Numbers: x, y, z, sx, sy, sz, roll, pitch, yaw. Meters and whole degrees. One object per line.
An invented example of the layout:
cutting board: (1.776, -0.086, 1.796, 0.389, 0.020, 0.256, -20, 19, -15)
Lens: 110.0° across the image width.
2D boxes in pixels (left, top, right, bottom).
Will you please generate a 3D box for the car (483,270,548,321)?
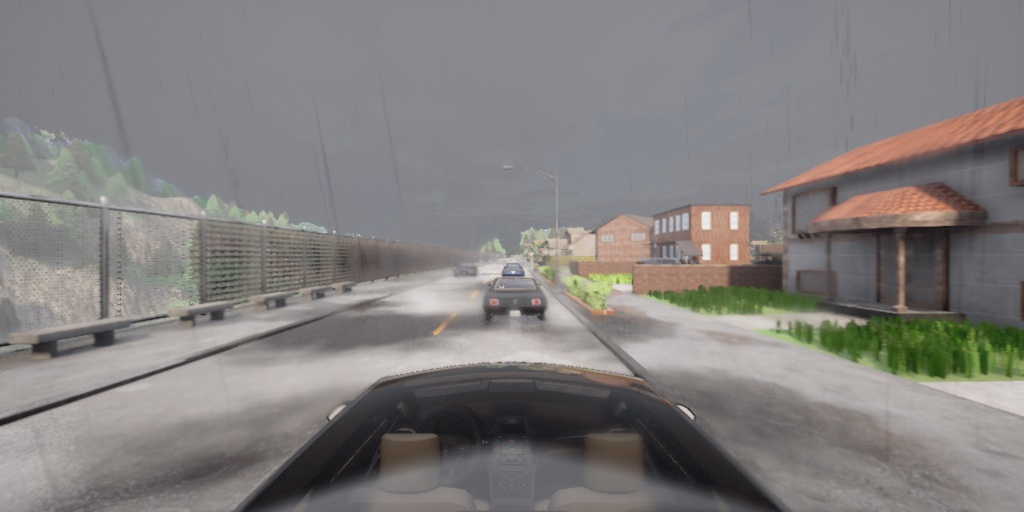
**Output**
car: (0.095, 1.351, 12.430, 1.895, 1.301, 4.718, 0, 0, 0)

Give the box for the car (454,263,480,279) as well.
car: (-4.076, 1.315, 32.770, 1.994, 1.385, 4.181, 0, 0, 0)

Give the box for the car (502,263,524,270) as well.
car: (0.110, 1.315, 31.632, 1.994, 1.385, 4.181, 0, 0, 0)
